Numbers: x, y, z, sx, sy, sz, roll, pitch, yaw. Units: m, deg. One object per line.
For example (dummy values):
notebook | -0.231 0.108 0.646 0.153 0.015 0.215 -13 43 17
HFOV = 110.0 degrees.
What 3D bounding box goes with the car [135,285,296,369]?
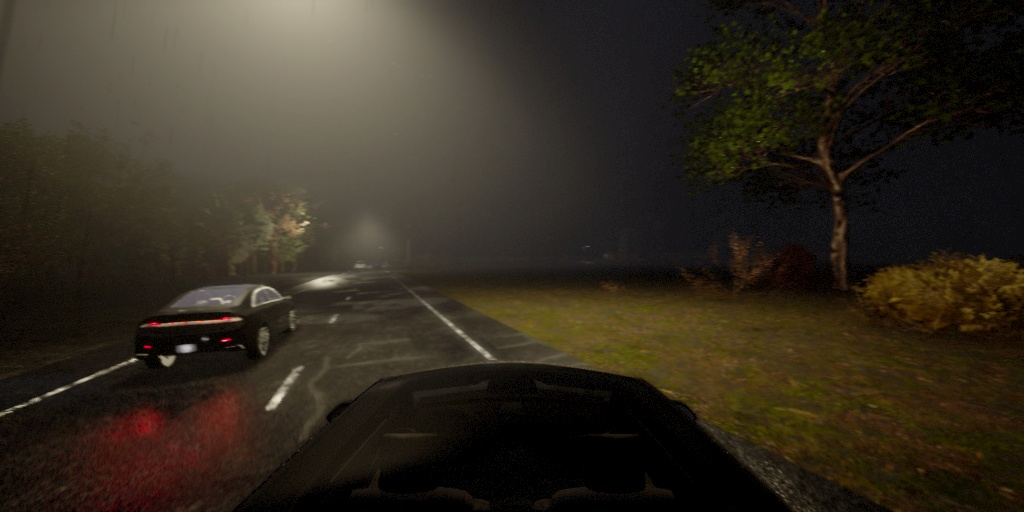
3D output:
car | -6.589 1.441 8.563 2.128 1.511 4.902 -1 0 -21
